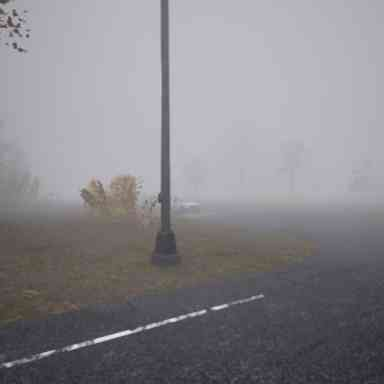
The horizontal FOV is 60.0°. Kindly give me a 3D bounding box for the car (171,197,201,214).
[{"bbox_3d":[-1.036,1.186,31.608,1.812,1.442,4.674,-1,1,-35],"label":"car"}]

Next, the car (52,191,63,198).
[{"bbox_3d":[-29.913,0.564,73.890,1.812,1.442,4.674,-1,1,-29],"label":"car"}]
